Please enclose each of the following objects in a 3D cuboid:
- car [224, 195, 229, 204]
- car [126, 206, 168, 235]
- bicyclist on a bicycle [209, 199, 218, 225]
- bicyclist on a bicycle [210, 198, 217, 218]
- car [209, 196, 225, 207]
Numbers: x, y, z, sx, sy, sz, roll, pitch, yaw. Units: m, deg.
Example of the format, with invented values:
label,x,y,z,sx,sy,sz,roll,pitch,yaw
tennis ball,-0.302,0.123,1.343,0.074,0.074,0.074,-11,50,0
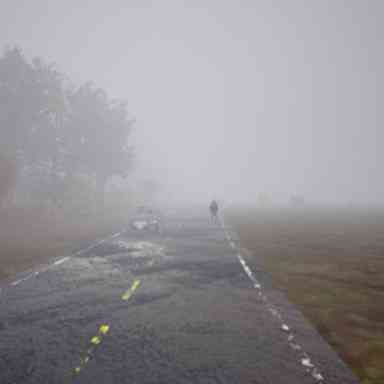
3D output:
label,x,y,z,sx,sy,sz,roll,pitch,yaw
car,6.456,1.897,73.282,1.994,1.385,4.181,0,0,10
car,-2.576,1.576,19.711,2.128,1.511,4.902,0,0,3
bicyclist on a bicycle,1.489,1.470,22.463,0.659,1.776,1.843,0,0,3
bicyclist on a bicycle,2.088,1.512,31.652,0.659,1.776,1.843,0,0,4
car,4.078,1.826,57.150,1.994,1.385,4.181,0,0,8
